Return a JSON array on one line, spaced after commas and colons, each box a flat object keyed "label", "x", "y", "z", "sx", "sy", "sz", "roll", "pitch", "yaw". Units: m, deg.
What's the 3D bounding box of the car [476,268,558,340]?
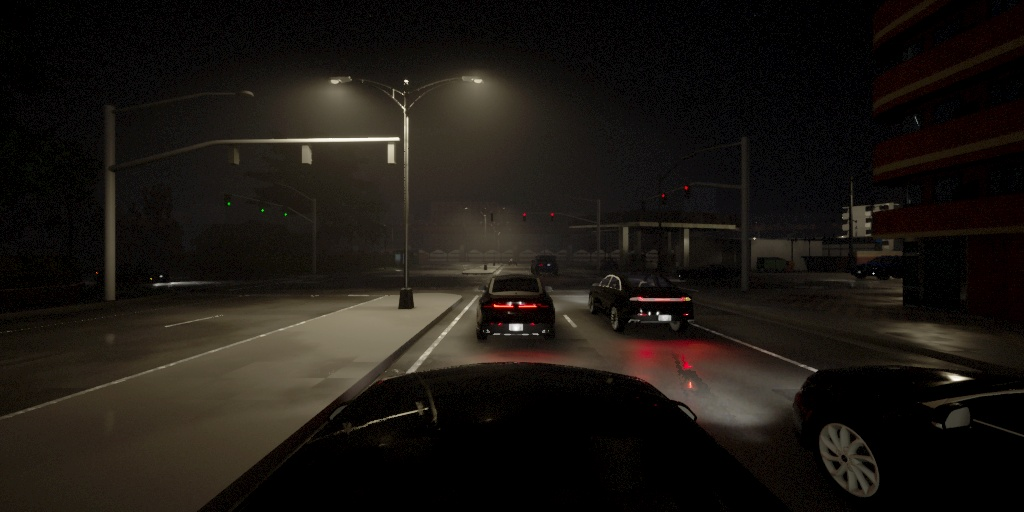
[{"label": "car", "x": 0.100, "y": 1.255, "z": 9.984, "sx": 1.837, "sy": 1.490, "sz": 4.892, "roll": 0, "pitch": 0, "yaw": 0}]

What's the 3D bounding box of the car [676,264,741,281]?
[{"label": "car", "x": 16.146, "y": 1.351, "z": 29.820, "sx": 4.718, "sy": 1.301, "sz": 1.895, "roll": 0, "pitch": 0, "yaw": -1}]

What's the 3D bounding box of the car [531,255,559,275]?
[{"label": "car", "x": 3.395, "y": 0.972, "z": 37.575, "sx": 2.150, "sy": 2.045, "sz": 5.566, "roll": -1, "pitch": 0, "yaw": -5}]

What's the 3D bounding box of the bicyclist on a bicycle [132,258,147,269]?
[{"label": "bicyclist on a bicycle", "x": -38.211, "y": 1.053, "z": 36.732, "sx": 0.582, "sy": 1.620, "sz": 1.656, "roll": 0, "pitch": 0, "yaw": 0}]

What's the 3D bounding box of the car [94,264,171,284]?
[{"label": "car", "x": -27.749, "y": 1.314, "z": 26.308, "sx": 4.181, "sy": 1.385, "sz": 1.994, "roll": 0, "pitch": 0, "yaw": 0}]

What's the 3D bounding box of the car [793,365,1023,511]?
[{"label": "car", "x": 3.600, "y": 1.255, "z": 1.430, "sx": 1.837, "sy": 1.490, "sz": 4.892, "roll": 0, "pitch": 0, "yaw": 0}]

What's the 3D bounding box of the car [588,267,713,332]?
[{"label": "car", "x": 3.607, "y": 1.242, "z": 10.838, "sx": 2.128, "sy": 1.511, "sz": 4.902, "roll": 0, "pitch": 0, "yaw": 0}]

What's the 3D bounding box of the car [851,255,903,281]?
[{"label": "car", "x": 31.820, "y": 0.968, "z": 30.033, "sx": 5.566, "sy": 2.045, "sz": 2.150, "roll": 0, "pitch": 0, "yaw": -1}]
